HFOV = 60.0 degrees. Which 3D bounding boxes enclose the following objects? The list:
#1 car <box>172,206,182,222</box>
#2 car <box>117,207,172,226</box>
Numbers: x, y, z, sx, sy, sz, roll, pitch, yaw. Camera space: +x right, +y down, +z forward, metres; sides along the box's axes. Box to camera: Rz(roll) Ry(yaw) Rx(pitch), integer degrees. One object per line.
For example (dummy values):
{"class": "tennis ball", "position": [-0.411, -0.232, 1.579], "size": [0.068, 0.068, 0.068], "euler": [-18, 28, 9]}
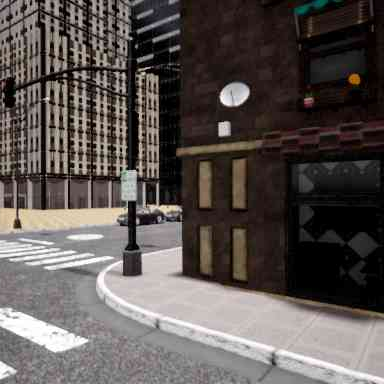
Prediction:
{"class": "car", "position": [-0.772, 1.968, 30.837], "size": [2.008, 1.369, 4.403], "euler": [-2, -2, 35]}
{"class": "car", "position": [-3.982, 1.887, 26.286], "size": [2.008, 1.369, 4.403], "euler": [-2, -2, 35]}
